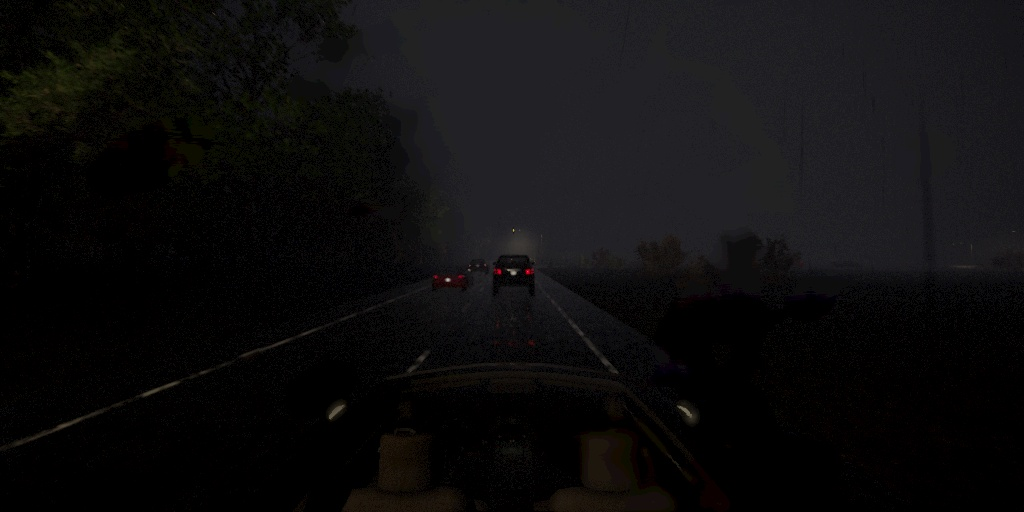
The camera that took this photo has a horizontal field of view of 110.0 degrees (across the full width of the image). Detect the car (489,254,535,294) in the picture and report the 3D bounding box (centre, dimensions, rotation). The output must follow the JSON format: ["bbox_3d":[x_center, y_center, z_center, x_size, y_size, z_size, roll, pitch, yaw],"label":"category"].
[{"bbox_3d":[0.085,0.902,19.932,2.150,2.045,5.566,0,0,0],"label":"car"}]

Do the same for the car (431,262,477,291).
[{"bbox_3d":[-3.415,1.238,21.173,1.994,1.385,4.181,0,0,0],"label":"car"}]

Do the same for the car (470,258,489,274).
[{"bbox_3d":[-3.406,0.960,37.469,2.097,1.767,4.553,0,0,0],"label":"car"}]
